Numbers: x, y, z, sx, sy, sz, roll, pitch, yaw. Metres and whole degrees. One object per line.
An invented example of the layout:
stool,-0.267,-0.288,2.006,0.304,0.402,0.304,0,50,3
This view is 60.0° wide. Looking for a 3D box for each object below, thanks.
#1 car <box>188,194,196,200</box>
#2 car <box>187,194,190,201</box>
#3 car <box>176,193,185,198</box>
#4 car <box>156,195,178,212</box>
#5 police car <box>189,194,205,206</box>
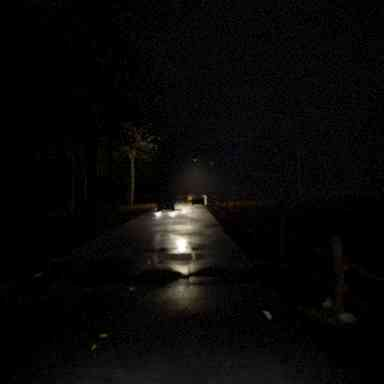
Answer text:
car,-0.012,1.384,87.477,2.033,1.411,5.357,0,-1,0
car,-0.009,1.189,69.663,1.882,1.535,5.008,0,0,0
car,-2.761,0.948,79.450,2.097,1.767,4.553,0,-1,0
car,-2.849,1.380,37.283,1.837,1.490,4.892,0,0,0
police car,0.955,1.277,51.895,1.930,1.638,5.238,0,0,0
